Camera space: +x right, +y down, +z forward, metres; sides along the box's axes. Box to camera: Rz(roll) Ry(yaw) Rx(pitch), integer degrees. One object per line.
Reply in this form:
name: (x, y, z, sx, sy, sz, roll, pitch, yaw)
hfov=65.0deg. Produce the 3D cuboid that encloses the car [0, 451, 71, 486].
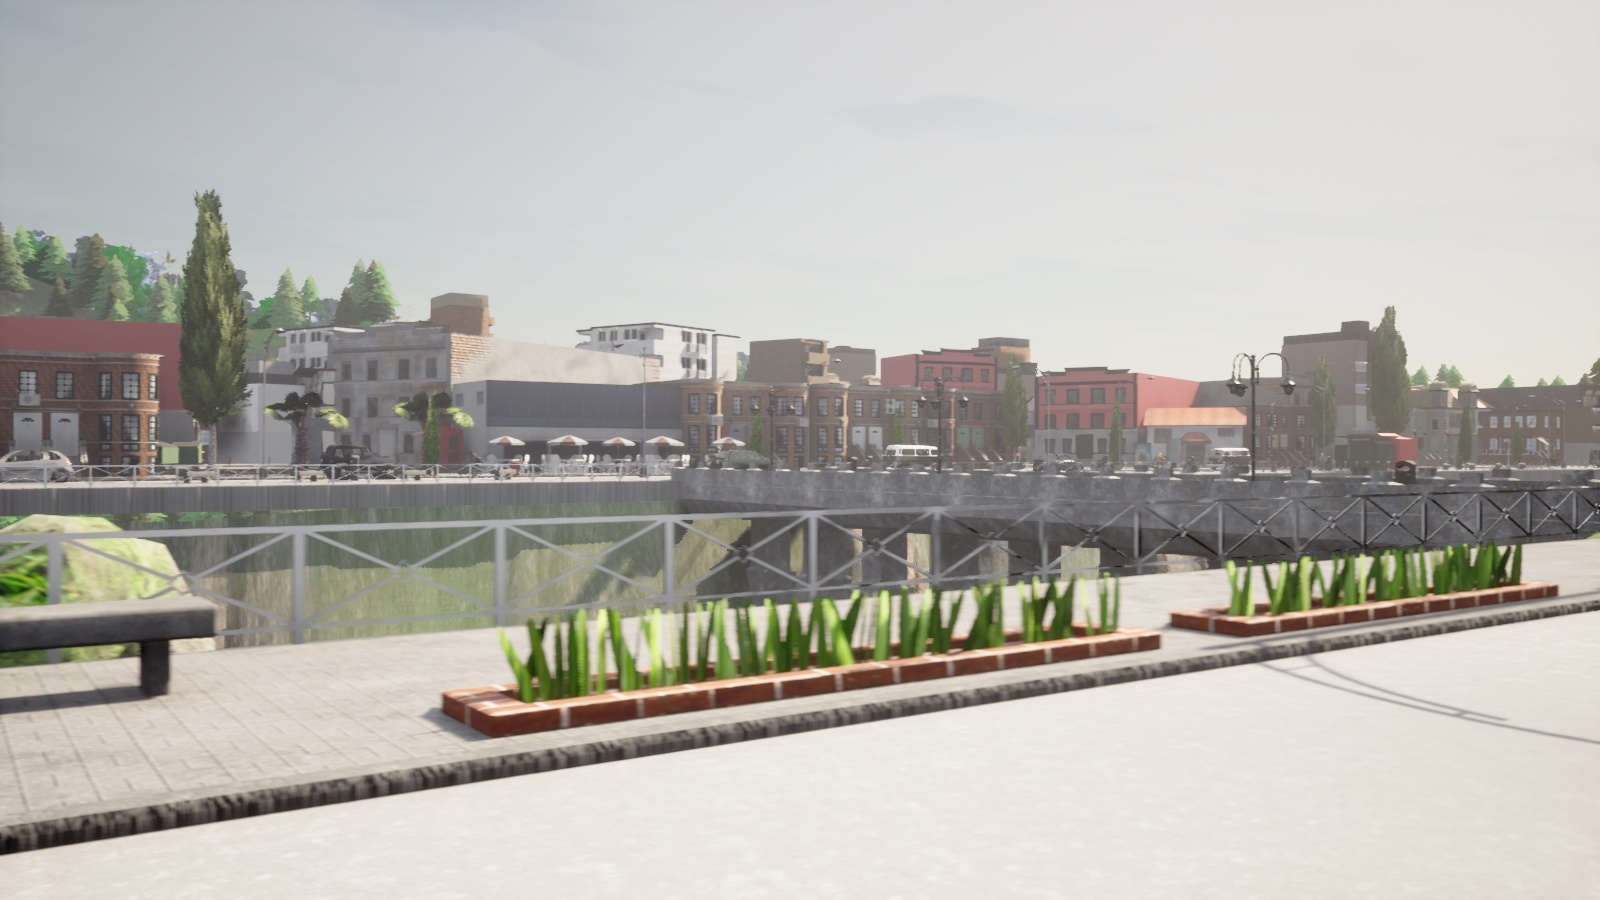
car: (-36.554, 0.864, 58.835, 3.988, 1.617, 1.851, 0, 0, -35)

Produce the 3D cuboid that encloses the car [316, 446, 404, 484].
car: (-22.360, 0.744, 63.848, 3.866, 1.878, 1.905, 0, 0, -35)

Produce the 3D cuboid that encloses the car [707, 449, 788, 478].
car: (-3.201, 0.799, 77.191, 4.553, 1.767, 2.097, 0, 0, -35)

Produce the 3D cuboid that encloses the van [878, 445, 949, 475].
van: (7.677, 0.660, 84.768, 4.480, 2.038, 2.069, 0, 0, -35)

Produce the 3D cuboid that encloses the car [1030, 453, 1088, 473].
car: (19.165, 0.945, 92.767, 4.193, 1.474, 1.816, 0, 0, -35)
